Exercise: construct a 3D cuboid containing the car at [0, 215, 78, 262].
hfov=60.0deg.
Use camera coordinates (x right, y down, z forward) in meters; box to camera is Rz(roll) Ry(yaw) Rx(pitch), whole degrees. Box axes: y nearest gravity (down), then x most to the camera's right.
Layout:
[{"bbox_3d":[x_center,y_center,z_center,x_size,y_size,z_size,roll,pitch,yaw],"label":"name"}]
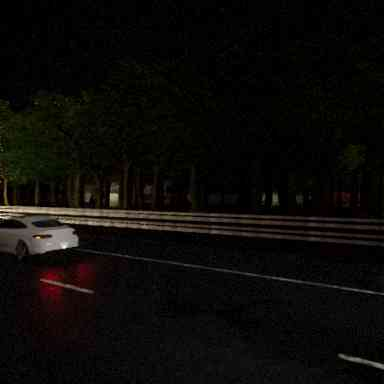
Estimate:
[{"bbox_3d":[-6.195,1.597,12.430,4.674,1.442,1.812,0,0,34],"label":"car"}]
